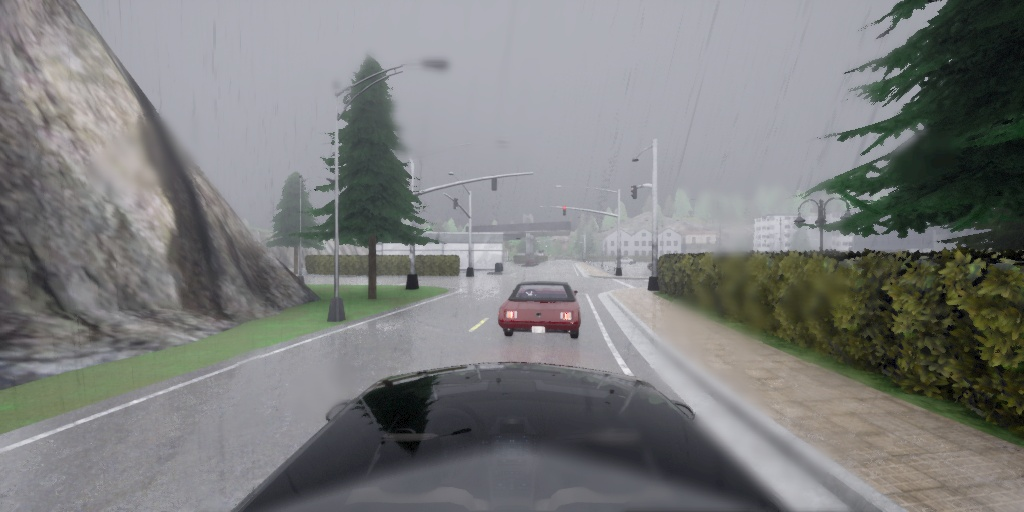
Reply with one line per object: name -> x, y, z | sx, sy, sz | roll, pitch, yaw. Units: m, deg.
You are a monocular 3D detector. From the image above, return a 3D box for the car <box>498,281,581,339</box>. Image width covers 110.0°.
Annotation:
car -> 0.921, 1.351, 10.183 | 1.895, 1.301, 4.718 | 0, 0, 8
